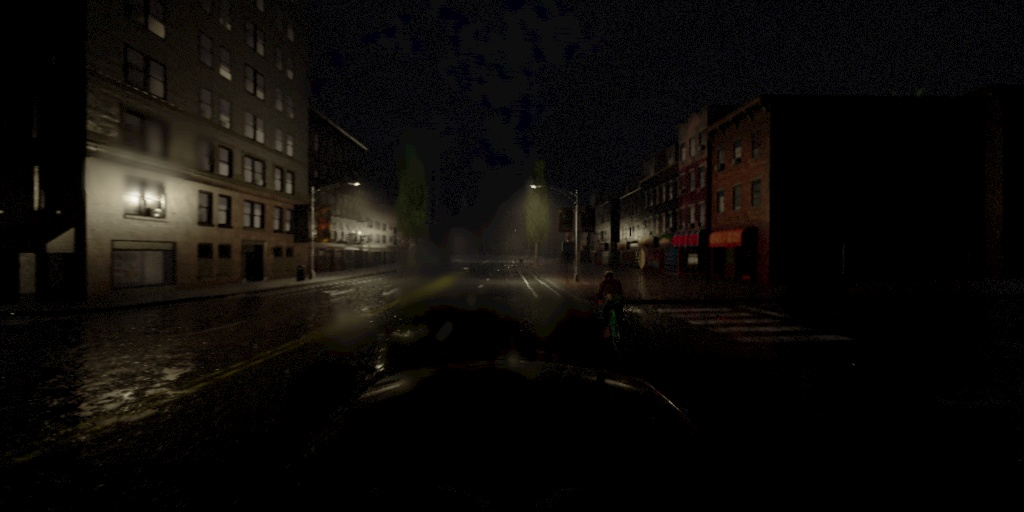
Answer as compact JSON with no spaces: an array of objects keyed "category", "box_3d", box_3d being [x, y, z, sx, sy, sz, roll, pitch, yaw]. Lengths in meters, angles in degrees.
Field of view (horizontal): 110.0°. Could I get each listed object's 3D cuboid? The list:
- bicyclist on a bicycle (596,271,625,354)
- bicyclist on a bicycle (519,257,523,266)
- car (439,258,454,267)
[{"category":"bicyclist on a bicycle","box_3d":[2.123,1.152,7.727,0.582,1.620,1.656,0,1,-1]},{"category":"bicyclist on a bicycle","box_3d":[1.386,0.995,54.959,0.659,1.776,1.843,0,1,-1]},{"category":"car","box_3d":[-10.669,1.022,58.403,1.837,1.490,4.892,0,1,-1]}]
